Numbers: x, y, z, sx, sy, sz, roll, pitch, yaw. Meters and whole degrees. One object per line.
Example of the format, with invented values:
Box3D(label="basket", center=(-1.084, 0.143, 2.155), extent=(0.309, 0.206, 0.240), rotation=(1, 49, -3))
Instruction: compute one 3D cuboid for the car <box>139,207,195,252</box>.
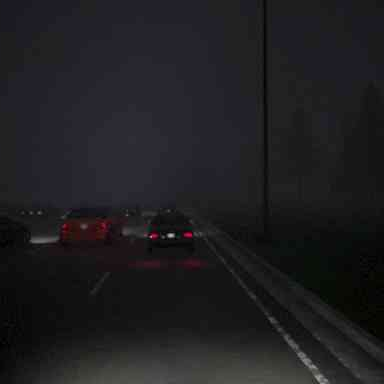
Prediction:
Box3D(label="car", center=(-0.900, 1.573, 14.089), extent=(2.033, 1.411, 5.357), rotation=(0, 0, -4))

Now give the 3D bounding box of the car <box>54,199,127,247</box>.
Box3D(label="car", center=(-4.517, 1.400, 15.583), extent=(2.097, 1.767, 4.553), rotation=(0, 0, -4))

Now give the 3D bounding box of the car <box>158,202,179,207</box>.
Box3D(label="car", center=(-2.132, 1.619, 30.539), extent=(1.994, 1.385, 4.181), rotation=(0, 0, -4))

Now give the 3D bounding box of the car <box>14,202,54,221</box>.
Box3D(label="car", center=(-12.478, 1.652, 27.965), extent=(2.033, 1.411, 5.357), rotation=(0, 0, -4))

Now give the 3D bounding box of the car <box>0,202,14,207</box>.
Box3D(label="car", center=(-16.131, 1.617, 30.006), extent=(2.128, 1.511, 4.902), rotation=(0, 0, -4))

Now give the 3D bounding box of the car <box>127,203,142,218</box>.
Box3D(label="car", center=(-5.628, 1.674, 30.344), extent=(1.895, 1.301, 4.718), rotation=(0, 0, -4))

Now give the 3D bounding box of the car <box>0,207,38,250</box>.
Box3D(label="car", center=(-7.807, 1.565, 12.465), extent=(1.837, 1.490, 4.892), rotation=(0, 0, -4))

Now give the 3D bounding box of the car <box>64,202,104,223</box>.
Box3D(label="car", center=(-8.986, 1.634, 28.224), extent=(2.033, 1.411, 5.357), rotation=(0, 0, -4))
